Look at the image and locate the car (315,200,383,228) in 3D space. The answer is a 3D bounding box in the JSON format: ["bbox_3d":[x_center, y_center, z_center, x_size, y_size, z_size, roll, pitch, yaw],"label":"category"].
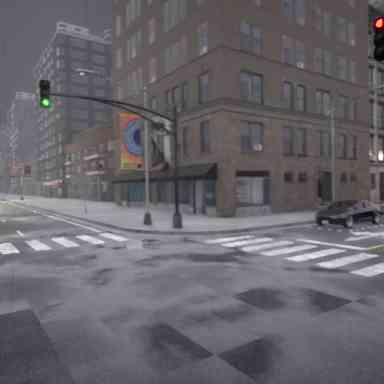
[{"bbox_3d":[8.448,1.085,17.872,4.313,1.339,1.947,-2,1,-35],"label":"car"}]

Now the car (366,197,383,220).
[{"bbox_3d":[12.984,0.967,21.013,4.206,1.307,1.802,-2,1,-35],"label":"car"}]
